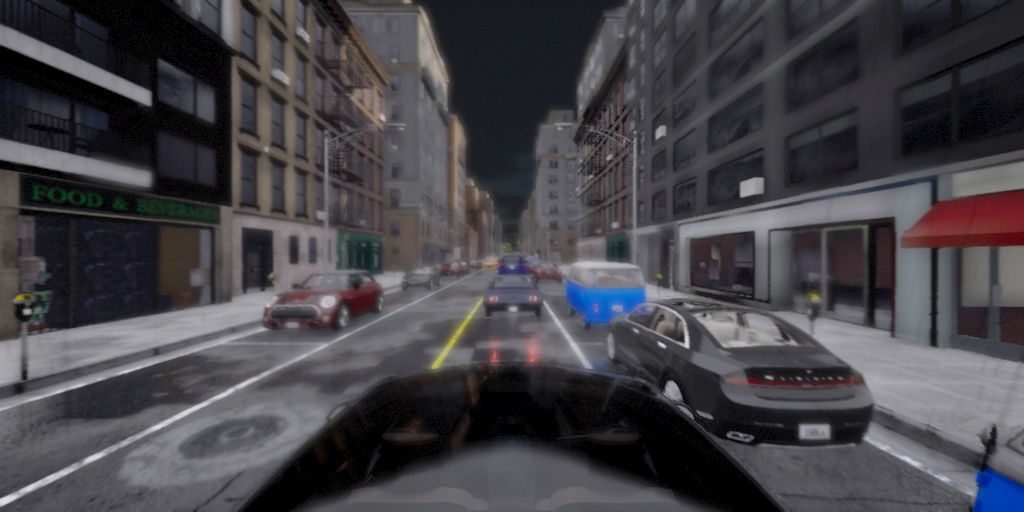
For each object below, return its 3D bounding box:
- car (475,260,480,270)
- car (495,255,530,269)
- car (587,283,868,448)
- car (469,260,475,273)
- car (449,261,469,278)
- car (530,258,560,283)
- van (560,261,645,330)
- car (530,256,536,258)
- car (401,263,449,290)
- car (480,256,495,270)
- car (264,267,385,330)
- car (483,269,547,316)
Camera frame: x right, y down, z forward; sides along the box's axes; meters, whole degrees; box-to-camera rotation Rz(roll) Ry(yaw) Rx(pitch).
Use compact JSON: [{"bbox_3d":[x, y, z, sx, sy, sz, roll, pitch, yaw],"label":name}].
[{"bbox_3d":[-5.411,1.211,49.386,1.888,1.381,4.507,0,0,0],"label":"car"},{"bbox_3d":[0.053,0.926,28.542,2.150,2.045,5.566,0,0,0],"label":"car"},{"bbox_3d":[2.636,1.293,5.303,2.007,1.370,4.403,0,0,0],"label":"car"},{"bbox_3d":[-5.406,1.268,38.364,1.802,1.307,4.207,0,0,0],"label":"car"},{"bbox_3d":[-5.403,1.240,32.853,1.888,1.381,4.507,0,0,0],"label":"car"},{"bbox_3d":[2.625,1.144,27.346,1.967,1.591,4.097,0,0,0],"label":"car"},{"bbox_3d":[2.633,1.073,10.813,1.690,1.789,3.998,0,0,0],"label":"van"},{"bbox_3d":[2.619,1.125,38.368,1.967,1.591,4.097,0,0,0],"label":"car"},{"bbox_3d":[-5.398,1.264,21.831,2.007,1.370,4.403,0,0,0],"label":"car"},{"bbox_3d":[-2.849,1.144,49.417,1.882,1.535,5.008,0,0,0],"label":"car"},{"bbox_3d":[-5.392,1.172,10.809,1.967,1.591,4.097,0,0,0],"label":"car"},{"bbox_3d":[0.057,1.329,13.166,1.895,1.301,4.718,0,0,0],"label":"car"}]
